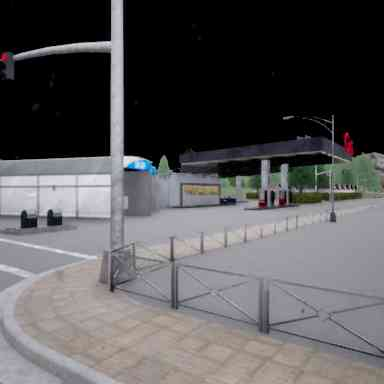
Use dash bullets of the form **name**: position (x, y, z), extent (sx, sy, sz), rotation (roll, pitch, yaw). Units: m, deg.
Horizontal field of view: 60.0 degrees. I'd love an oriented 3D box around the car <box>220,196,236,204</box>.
- **car**: position (6.617, 1.510, 63.347), extent (2.242, 1.667, 4.611), rotation (0, 0, 36)
